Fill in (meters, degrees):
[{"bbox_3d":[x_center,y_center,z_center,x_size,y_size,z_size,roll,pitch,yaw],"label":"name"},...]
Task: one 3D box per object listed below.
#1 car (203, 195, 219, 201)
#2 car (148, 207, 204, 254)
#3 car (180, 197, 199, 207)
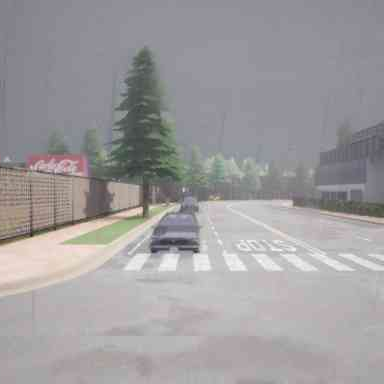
[{"bbox_3d":[3.685,1.302,64.270,1.882,1.535,5.008,0,0,23],"label":"car"},{"bbox_3d":[-0.529,1.552,13.821,2.033,1.411,5.357,0,0,2],"label":"car"},{"bbox_3d":[-0.223,1.349,38.753,2.097,1.767,4.553,0,0,1],"label":"car"}]
